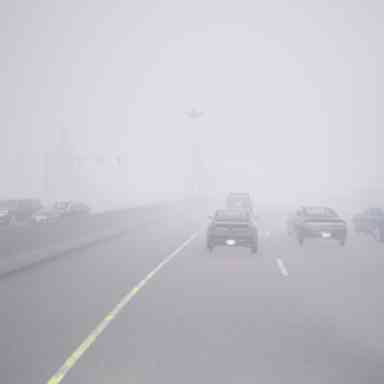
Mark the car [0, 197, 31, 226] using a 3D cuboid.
[{"bbox_3d":[-11.413,1.203,21.329,2.097,1.767,4.553,0,0,9],"label":"car"}]

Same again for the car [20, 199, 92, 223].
[{"bbox_3d":[-7.966,1.332,20.723,2.128,1.511,4.902,0,0,9],"label":"car"}]

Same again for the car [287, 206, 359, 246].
[{"bbox_3d":[5.396,1.386,14.825,2.128,1.511,4.902,0,0,9],"label":"car"}]

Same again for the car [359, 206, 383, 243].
[{"bbox_3d":[9.032,1.378,15.430,1.882,1.535,5.008,0,0,9],"label":"car"}]

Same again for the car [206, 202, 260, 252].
[{"bbox_3d":[1.657,1.399,13.500,1.837,1.490,4.892,0,1,9],"label":"car"}]

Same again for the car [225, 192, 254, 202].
[{"bbox_3d":[3.838,1.011,27.009,2.150,2.045,5.566,0,0,9],"label":"car"}]
